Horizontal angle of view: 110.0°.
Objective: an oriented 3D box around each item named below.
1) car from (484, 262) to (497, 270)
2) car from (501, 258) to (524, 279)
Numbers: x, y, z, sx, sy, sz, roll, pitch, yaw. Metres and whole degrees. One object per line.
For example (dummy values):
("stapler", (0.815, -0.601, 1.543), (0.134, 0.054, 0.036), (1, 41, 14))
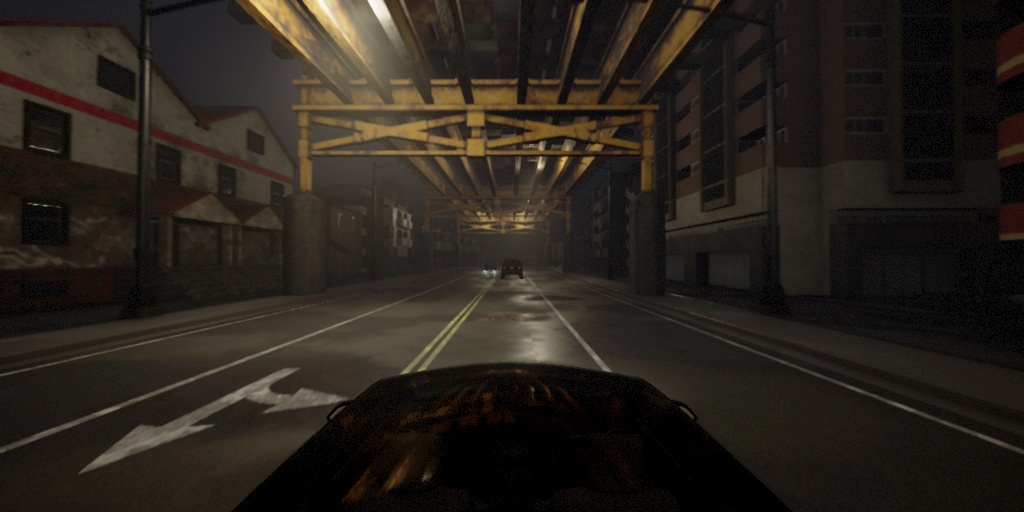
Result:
("car", (-3.541, 1.666, 59.664), (1.895, 1.301, 4.718), (0, 0, 1))
("car", (0.024, 1.253, 37.220), (2.150, 2.045, 5.566), (0, 0, 0))
